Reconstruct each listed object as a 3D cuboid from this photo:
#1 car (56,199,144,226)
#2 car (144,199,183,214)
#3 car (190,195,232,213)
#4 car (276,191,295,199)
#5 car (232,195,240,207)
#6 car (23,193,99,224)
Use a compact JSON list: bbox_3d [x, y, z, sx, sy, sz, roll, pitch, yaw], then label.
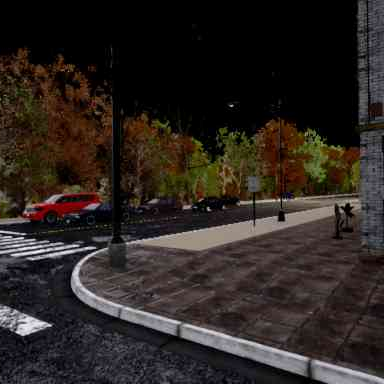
[{"bbox_3d":[-6.104,1.402,22.711,2.033,1.411,5.357,-1,0,36],"label":"car"},{"bbox_3d":[-3.069,1.347,32.323,2.033,1.411,5.357,-1,0,37],"label":"car"},{"bbox_3d":[1.742,1.223,33.388,1.837,1.490,4.892,-1,0,36],"label":"car"},{"bbox_3d":[14.140,0.643,50.099,1.812,1.442,4.674,-1,0,36],"label":"car"},{"bbox_3d":[4.369,1.177,42.427,1.837,1.490,4.892,-1,0,36],"label":"car"},{"bbox_3d":[-9.146,1.127,24.066,2.150,2.045,5.566,-1,0,36],"label":"car"}]
